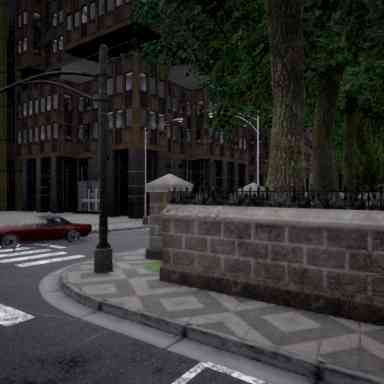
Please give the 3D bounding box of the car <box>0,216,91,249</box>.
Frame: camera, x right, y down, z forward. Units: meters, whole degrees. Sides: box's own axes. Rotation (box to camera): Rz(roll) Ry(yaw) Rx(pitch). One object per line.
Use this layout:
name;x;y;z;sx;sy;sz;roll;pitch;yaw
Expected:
car;-7.301;1.803;15.686;1.895;1.301;4.718;0;-1;41
